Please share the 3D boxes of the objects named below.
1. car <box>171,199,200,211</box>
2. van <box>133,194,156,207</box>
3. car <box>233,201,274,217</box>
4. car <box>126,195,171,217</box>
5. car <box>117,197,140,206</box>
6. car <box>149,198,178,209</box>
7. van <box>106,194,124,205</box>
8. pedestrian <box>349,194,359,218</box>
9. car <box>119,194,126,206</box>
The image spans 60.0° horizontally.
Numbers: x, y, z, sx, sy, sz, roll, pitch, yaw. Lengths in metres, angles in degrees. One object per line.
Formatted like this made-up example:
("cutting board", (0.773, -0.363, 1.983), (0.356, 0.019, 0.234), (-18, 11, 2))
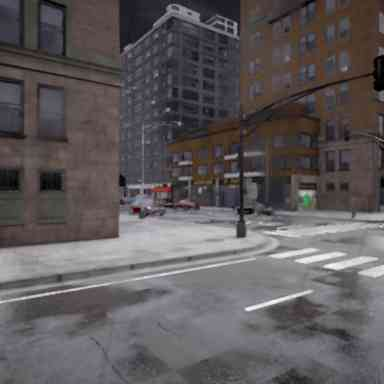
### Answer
("car", (-0.704, 1.514, 39.785), (1.802, 1.307, 4.206), (0, 0, -35))
("van", (-7.058, 1.275, 48.789), (1.690, 1.788, 3.998), (0, 0, -35))
("car", (5.652, 1.501, 30.779), (1.947, 1.339, 4.313), (0, 0, -35))
("car", (-4.083, 1.370, 30.655), (1.967, 1.590, 4.097), (0, 0, -35))
("car", (-10.236, 1.487, 53.291), (2.008, 1.369, 4.403), (0, 0, -35))
("car", (-3.881, 1.499, 44.287), (1.947, 1.339, 4.313), (0, 0, -35))
("van", (-13.414, 1.282, 57.794), (1.690, 1.788, 3.998), (0, 0, -35))
("pedestrian", (12.593, 1.081, 25.925), (0.375, 1.860, 0.375), (0, 0, -35))
("car", (-12.118, 1.440, 51.472), (1.837, 1.490, 4.892), (0, 0, -35))
